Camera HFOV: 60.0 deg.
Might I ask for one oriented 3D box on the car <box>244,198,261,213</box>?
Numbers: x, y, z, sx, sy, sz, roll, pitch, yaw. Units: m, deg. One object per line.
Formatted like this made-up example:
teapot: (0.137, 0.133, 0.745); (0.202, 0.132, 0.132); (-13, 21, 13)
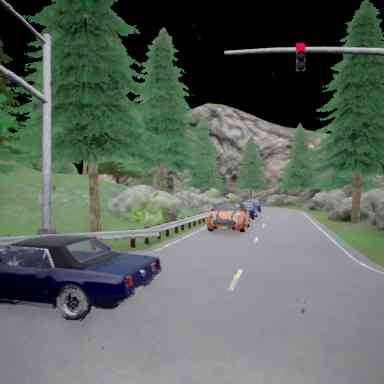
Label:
car: (7.061, 1.536, 39.035); (1.882, 1.535, 5.008); (0, 0, 9)

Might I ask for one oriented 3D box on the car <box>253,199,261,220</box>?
car: (4.675, 1.522, 29.143); (1.882, 1.535, 5.008); (0, 0, 15)

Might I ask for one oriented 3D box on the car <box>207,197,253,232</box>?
car: (2.326, 1.383, 20.314); (2.097, 1.767, 4.553); (0, 0, 15)

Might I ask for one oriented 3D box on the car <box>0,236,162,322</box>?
car: (-3.146, 1.603, 6.962); (4.718, 1.301, 1.895); (0, 0, 15)
